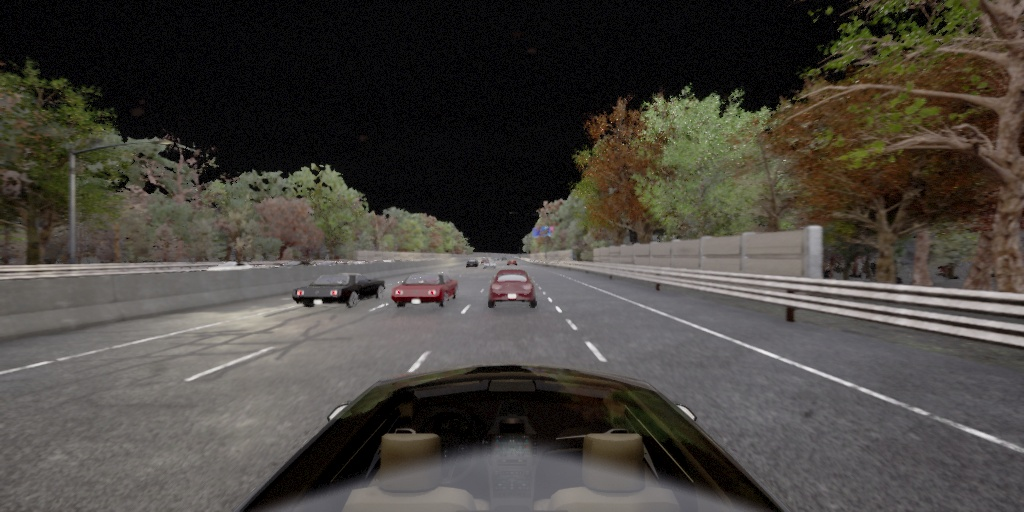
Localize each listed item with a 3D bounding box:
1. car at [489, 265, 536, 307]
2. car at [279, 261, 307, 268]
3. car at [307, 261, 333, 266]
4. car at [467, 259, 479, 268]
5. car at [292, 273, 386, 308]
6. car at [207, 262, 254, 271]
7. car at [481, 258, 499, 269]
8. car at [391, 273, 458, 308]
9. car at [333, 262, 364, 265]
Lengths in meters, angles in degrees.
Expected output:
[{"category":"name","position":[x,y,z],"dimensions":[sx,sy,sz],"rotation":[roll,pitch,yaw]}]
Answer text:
[{"category":"car","position":[0.006,1.295,15.419],"dimensions":[1.812,1.442,4.674],"rotation":[0,0,0]},{"category":"car","position":[-24.545,1.312,40.934],"dimensions":[1.837,1.490,4.892],"rotation":[0,0,0]},{"category":"car","position":[-21.048,1.370,41.041],"dimensions":[1.994,1.385,4.181],"rotation":[0,0,0]},{"category":"car","position":[-6.978,1.317,64.415],"dimensions":[1.882,1.535,5.008],"rotation":[0,0,0]},{"category":"car","position":[-6.995,1.370,15.165],"dimensions":[1.895,1.301,4.718],"rotation":[0,0,0]},{"category":"car","position":[-28.058,1.325,35.916],"dimensions":[1.812,1.442,4.674],"rotation":[0,0,0]},{"category":"car","position":[-3.481,1.431,58.465],"dimensions":[1.895,1.301,4.718],"rotation":[0,0,0]},{"category":"car","position":[-3.497,1.370,15.323],"dimensions":[1.895,1.301,4.718],"rotation":[0,0,0]},{"category":"car","position":[-17.557,1.405,39.889],"dimensions":[1.895,1.301,4.718],"rotation":[0,0,0]}]
